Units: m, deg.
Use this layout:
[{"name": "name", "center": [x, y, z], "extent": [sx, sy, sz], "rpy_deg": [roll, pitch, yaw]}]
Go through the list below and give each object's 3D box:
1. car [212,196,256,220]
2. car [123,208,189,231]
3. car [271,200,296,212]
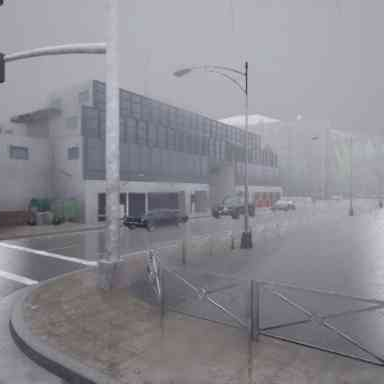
[{"name": "car", "center": [3.999, 1.397, 31.016], "extent": [2.150, 2.045, 5.566], "rpy_deg": [0, 0, 35]}, {"name": "car", "center": [-2.315, 1.776, 22.159], "extent": [1.895, 1.301, 4.718], "rpy_deg": [0, 0, 35]}, {"name": "car", "center": [11.435, 1.702, 41.387], "extent": [1.812, 1.442, 4.674], "rpy_deg": [0, 1, 36]}]
